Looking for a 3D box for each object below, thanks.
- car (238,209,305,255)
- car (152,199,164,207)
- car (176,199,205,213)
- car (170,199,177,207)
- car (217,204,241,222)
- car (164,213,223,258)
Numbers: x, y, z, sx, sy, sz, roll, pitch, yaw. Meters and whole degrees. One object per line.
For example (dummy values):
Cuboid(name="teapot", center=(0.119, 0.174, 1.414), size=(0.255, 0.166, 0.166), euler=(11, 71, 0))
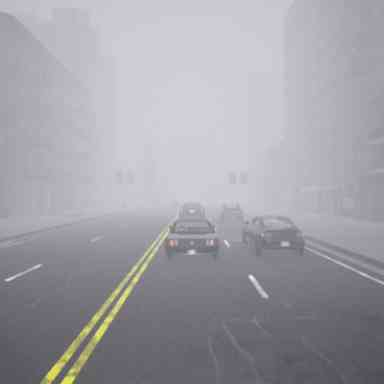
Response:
Cuboid(name="car", center=(3.270, 1.659, 13.896), size=(1.812, 1.442, 4.674), euler=(0, 0, 0))
Cuboid(name="car", center=(-6.535, 2.100, 64.582), size=(1.837, 1.490, 4.892), euler=(0, 0, 1))
Cuboid(name="car", center=(0.015, 1.621, 28.422), size=(2.097, 1.767, 4.553), euler=(0, -1, 0))
Cuboid(name="car", center=(-3.286, 2.075, 64.574), size=(1.882, 1.535, 5.008), euler=(0, 0, 1))
Cuboid(name="car", center=(3.264, 1.764, 28.502), size=(2.128, 1.511, 4.902), euler=(0, 0, 0))
Cuboid(name="car", center=(0.013, 1.729, 13.246), size=(1.895, 1.301, 4.718), euler=(0, -1, 0))
